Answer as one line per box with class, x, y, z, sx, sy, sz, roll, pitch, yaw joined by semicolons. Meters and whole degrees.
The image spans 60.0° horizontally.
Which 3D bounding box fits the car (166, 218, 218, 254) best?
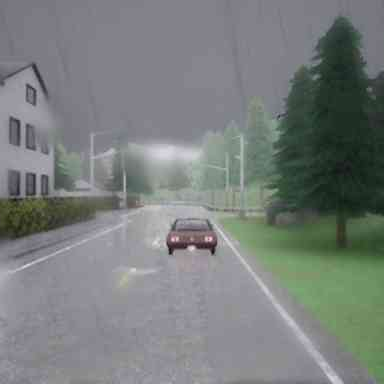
car;-0.004;1.735;14.109;1.895;1.301;4.718;0;-1;0
